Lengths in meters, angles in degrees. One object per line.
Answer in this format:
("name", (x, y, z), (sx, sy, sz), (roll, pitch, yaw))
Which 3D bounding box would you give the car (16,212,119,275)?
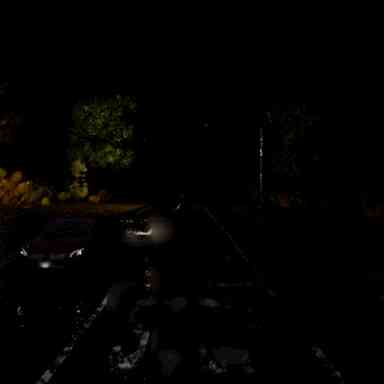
("car", (-3.495, 1.393, 10.248), (1.812, 1.442, 4.674), (0, 2, 0))

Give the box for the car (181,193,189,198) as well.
("car", (-1.901, 0.952, 95.083), (1.837, 1.490, 4.892), (0, 0, 5))
